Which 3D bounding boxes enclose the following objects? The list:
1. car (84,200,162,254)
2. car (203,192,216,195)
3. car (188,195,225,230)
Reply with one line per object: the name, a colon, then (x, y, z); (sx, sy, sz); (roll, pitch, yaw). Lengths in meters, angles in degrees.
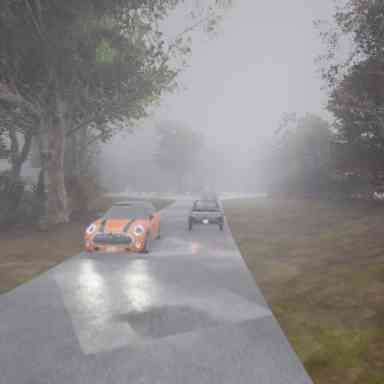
car: (-2.439, 1.182, 12.805); (2.097, 1.767, 4.553); (1, 1, 3)
car: (1.882, 0.726, 36.205); (2.033, 1.411, 5.357); (0, 2, 4)
car: (0.797, 1.186, 18.751); (2.128, 1.511, 4.902); (0, 1, 3)
